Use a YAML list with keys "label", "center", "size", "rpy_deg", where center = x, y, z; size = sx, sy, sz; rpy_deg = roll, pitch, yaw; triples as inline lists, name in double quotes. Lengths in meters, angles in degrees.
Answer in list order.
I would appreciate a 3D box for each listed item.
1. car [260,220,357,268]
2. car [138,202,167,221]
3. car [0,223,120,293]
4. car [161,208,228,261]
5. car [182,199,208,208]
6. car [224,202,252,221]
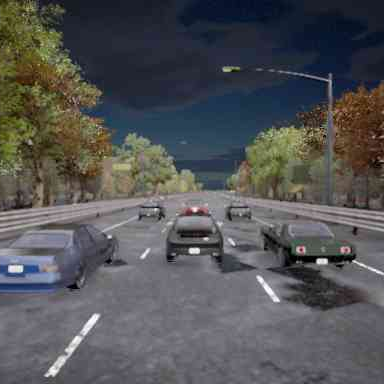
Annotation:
- label: "car"
  center: [3.598, 1.619, 11.329]
  size: [1.895, 1.301, 4.718]
  rpy_deg: [0, 0, 1]
- label: "car"
  center: [-3.240, 1.532, 27.775]
  size: [2.128, 1.511, 4.902]
  rpy_deg: [0, 0, 1]
- label: "car"
  center: [-3.433, 1.561, 9.044]
  size: [2.033, 1.411, 5.357]
  rpy_deg: [0, 0, 1]
- label: "car"
  center: [0.109, 1.522, 12.253]
  size: [1.837, 1.490, 4.892]
  rpy_deg: [0, -1, 1]
- label: "car"
  center: [0.254, 1.391, 27.438]
  size: [2.097, 1.767, 4.553]
  rpy_deg: [0, 0, 1]
- label: "car"
  center: [3.760, 1.533, 27.700]
  size: [2.128, 1.511, 4.902]
  rpy_deg: [0, 0, 1]
